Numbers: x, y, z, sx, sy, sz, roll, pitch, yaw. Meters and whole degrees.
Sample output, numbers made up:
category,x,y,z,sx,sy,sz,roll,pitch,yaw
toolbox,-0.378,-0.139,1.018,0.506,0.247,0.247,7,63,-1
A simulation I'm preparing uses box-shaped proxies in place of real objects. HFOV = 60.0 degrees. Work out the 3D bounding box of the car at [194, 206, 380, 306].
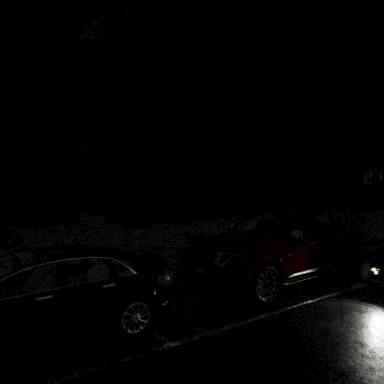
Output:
category,x,y,z,sx,sy,sz,roll,pitch,yaw
car,2.234,1.315,8.235,5.009,1.841,2.192,0,0,-35

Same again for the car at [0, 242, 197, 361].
category,x,y,z,sx,sy,sz,roll,pitch,yaw
car,-2.335,1.551,4.980,4.403,1.369,2.008,0,0,-35

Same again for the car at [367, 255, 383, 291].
category,x,y,z,sx,sy,sz,roll,pitch,yaw
car,6.278,1.548,7.850,5.357,1.411,2.033,0,0,-35
